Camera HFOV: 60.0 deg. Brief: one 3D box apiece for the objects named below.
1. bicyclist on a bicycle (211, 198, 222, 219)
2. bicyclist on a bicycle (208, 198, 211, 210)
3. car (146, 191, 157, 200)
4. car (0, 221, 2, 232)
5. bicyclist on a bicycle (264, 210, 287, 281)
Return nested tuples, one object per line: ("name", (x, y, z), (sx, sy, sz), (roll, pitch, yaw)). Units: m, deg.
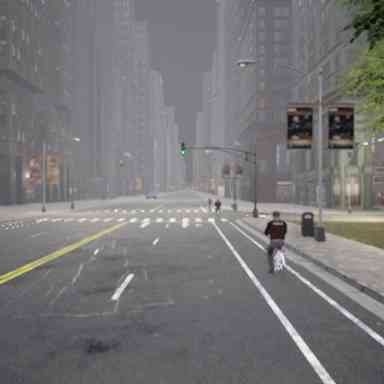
("bicyclist on a bicycle", (2.204, 1.406, 28.322), (0.659, 1.776, 1.843), (1, -1, 0))
("bicyclist on a bicycle", (2.174, 1.493, 40.283), (0.582, 1.620, 1.656), (0, 0, 0))
("car", (-9.915, 0.885, 81.596), (2.150, 2.045, 5.566), (0, 0, 0))
("car", (-9.860, 1.503, 13.617), (2.128, 1.511, 4.902), (0, 0, 0))
("bicyclist on a bicycle", (2.225, 1.375, 8.979), (0.659, 1.776, 1.843), (0, 0, 0))
